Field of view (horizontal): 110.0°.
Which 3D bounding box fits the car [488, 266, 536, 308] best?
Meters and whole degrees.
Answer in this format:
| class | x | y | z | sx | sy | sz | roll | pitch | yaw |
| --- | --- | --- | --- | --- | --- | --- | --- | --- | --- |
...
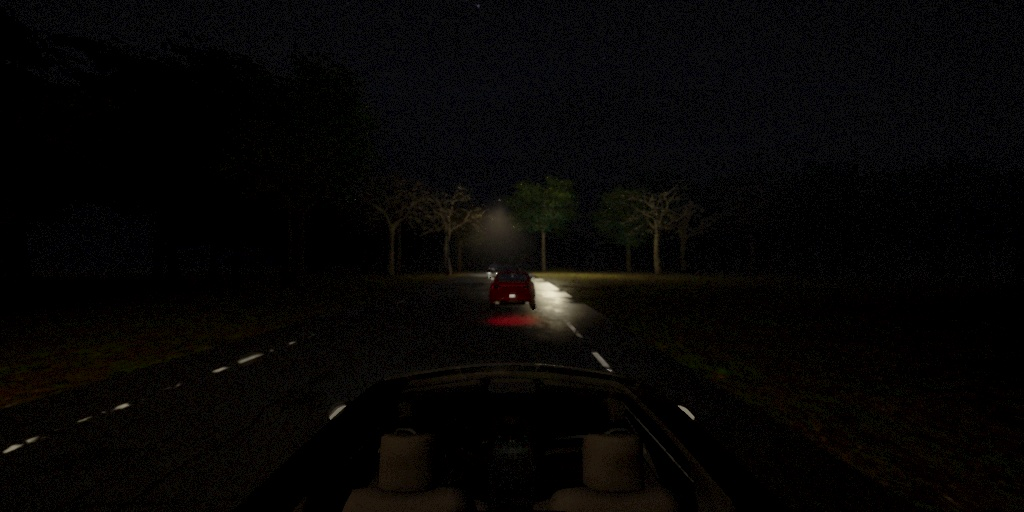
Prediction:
| class | x | y | z | sx | sy | sz | roll | pitch | yaw |
| --- | --- | --- | --- | --- | --- | --- | --- | --- | --- |
| car | 0.040 | 1.389 | 16.129 | 1.882 | 1.535 | 5.008 | 0 | 0 | 1 |
